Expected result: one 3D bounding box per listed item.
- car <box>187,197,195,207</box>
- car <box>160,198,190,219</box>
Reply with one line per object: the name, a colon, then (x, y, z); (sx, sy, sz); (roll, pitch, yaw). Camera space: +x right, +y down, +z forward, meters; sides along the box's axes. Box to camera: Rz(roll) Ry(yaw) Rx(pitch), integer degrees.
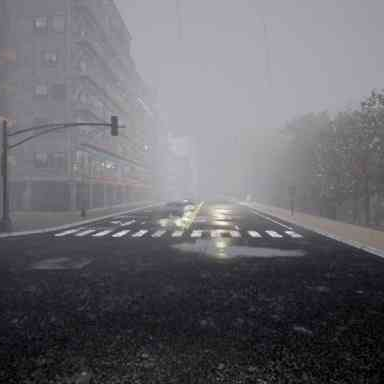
car: (-0.427, 1.565, 52.102); (2.033, 1.411, 5.357); (0, 0, 3)
car: (-1.589, 1.554, 29.802); (2.033, 1.411, 5.357); (0, 0, 3)
